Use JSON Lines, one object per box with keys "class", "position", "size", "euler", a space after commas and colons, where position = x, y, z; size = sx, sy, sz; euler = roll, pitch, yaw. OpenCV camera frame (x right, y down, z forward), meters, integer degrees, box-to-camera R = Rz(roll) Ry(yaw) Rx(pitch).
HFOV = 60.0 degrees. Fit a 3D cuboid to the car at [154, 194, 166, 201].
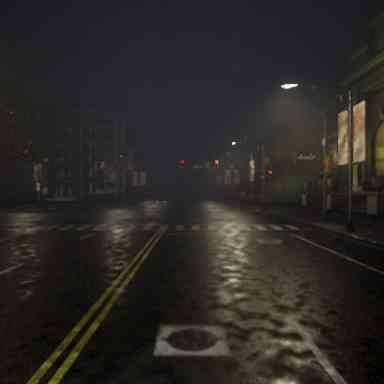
{"class": "car", "position": [-7.062, 1.350, 78.037], "size": [1.882, 1.535, 5.008], "euler": [0, 0, 0]}
